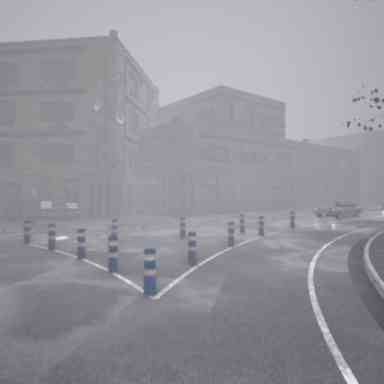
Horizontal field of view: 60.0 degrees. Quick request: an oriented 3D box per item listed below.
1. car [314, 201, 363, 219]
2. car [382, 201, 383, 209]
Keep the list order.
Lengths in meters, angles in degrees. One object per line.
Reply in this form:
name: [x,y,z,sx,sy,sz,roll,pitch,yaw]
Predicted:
car: [12.051,1.431,27.329,4.718,1.301,1.895,-1,1,-38]
car: [21.770,1.077,34.858,4.902,1.511,2.128,-1,1,-38]
